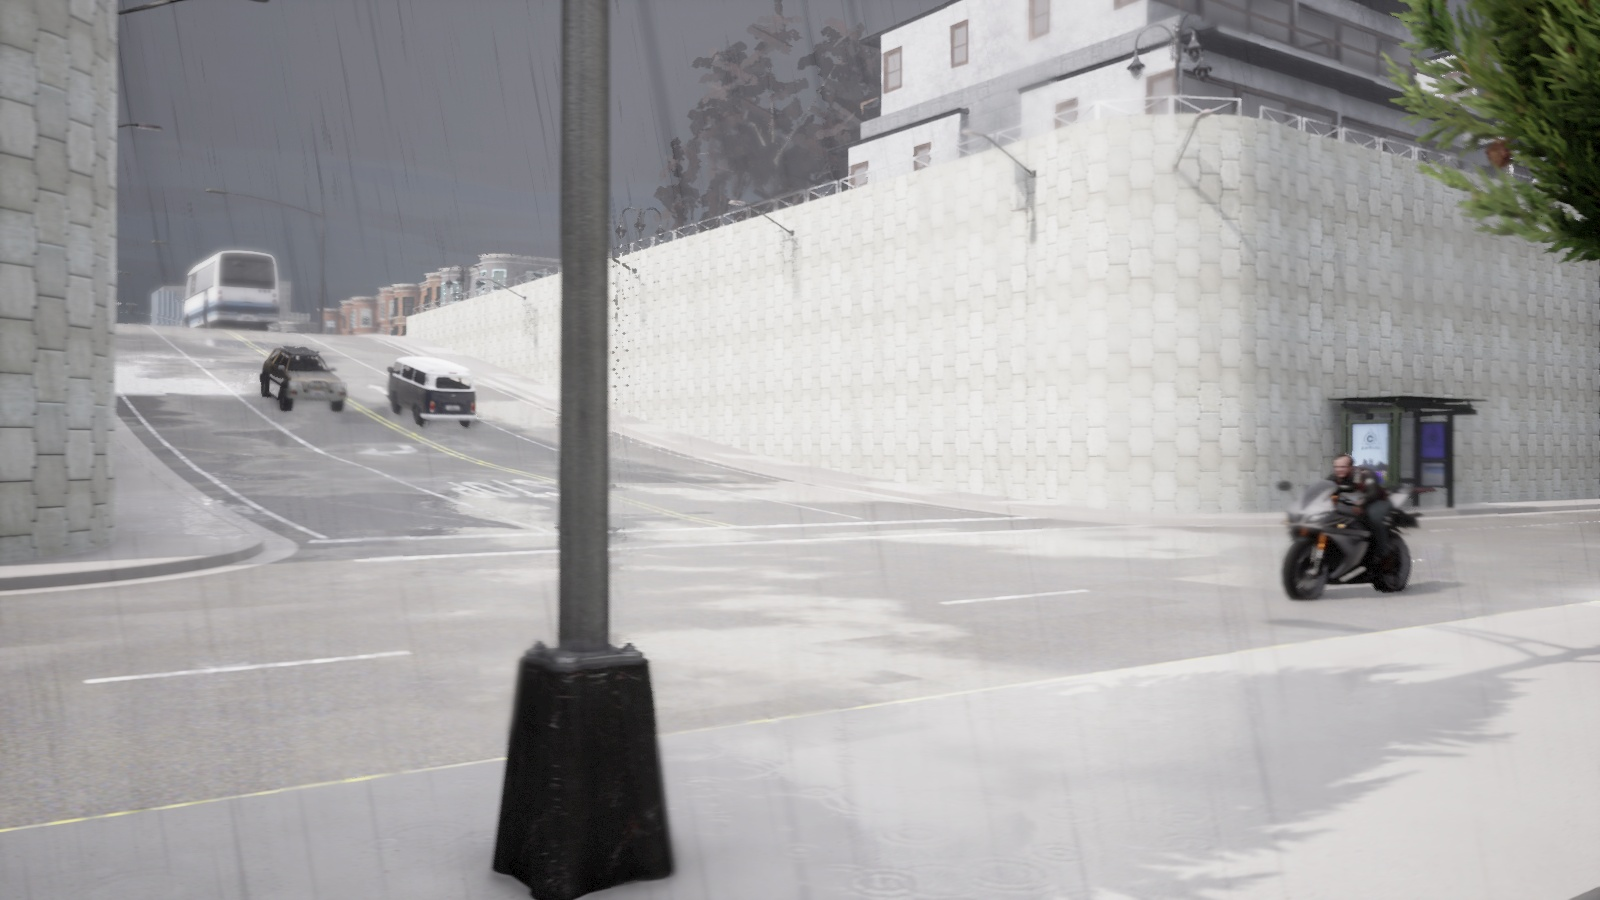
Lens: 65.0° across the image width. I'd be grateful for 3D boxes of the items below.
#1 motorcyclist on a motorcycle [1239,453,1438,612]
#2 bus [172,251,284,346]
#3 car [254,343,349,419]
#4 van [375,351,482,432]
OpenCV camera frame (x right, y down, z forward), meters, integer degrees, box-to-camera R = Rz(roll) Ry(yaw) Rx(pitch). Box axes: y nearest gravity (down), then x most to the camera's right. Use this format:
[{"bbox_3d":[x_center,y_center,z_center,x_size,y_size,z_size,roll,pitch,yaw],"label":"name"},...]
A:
[{"bbox_3d":[5.619,0.795,13.052,2.191,1.530,0.866,0,0,-35],"label":"motorcyclist on a motorcycle"},{"bbox_3d":[-32.353,-8.342,70.781,3.944,4.253,10.273,-1,1,-35],"label":"bus"},{"bbox_3d":[-16.822,-2.355,42.214,1.932,1.855,4.605,0,11,-35],"label":"car"},{"bbox_3d":[-12.535,-1.987,42.172,2.069,2.038,4.480,0,11,-35],"label":"van"}]
